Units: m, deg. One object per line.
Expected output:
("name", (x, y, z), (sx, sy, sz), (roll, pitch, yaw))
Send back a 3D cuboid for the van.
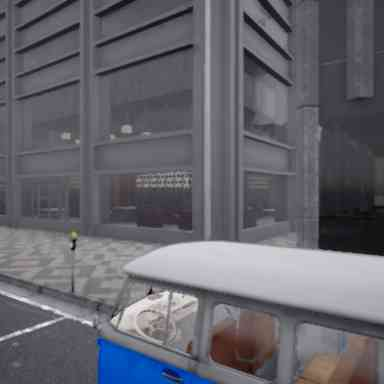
("van", (1.046, 1.342, 2.213), (3.998, 1.788, 1.690), (0, 0, 35))
